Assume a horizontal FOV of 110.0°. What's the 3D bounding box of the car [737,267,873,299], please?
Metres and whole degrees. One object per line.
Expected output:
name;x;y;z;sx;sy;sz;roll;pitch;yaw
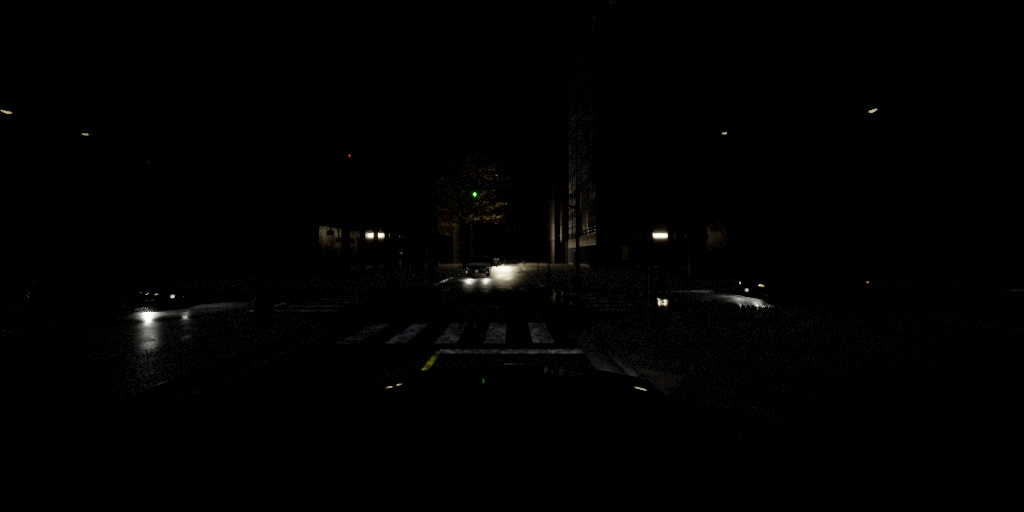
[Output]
car;13.886;1.236;17.150;5.357;1.411;2.033;0;0;0

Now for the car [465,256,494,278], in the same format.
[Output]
car;-3.175;0.994;34.796;2.150;2.045;5.566;0;0;0

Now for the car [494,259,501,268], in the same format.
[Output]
car;-3.310;1.299;59.941;1.994;1.385;4.181;0;0;0

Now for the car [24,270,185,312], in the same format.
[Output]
car;-15.509;1.290;13.804;4.892;1.490;1.837;1;0;0
